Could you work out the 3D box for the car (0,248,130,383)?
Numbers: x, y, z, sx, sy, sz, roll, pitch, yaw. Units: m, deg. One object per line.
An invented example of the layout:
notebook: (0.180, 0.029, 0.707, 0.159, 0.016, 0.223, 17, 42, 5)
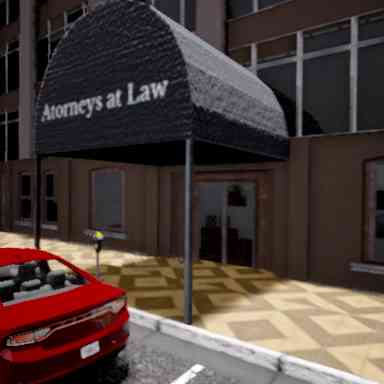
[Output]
car: (-2.879, 1.488, 4.774, 4.507, 1.381, 1.887, 1, 1, 35)
